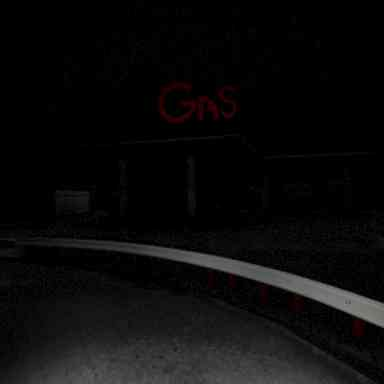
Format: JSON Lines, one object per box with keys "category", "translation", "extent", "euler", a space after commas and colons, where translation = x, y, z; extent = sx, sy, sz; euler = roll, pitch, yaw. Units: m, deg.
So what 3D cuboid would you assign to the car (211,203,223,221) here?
{"category": "car", "translation": [0.759, 1.674, 28.253], "extent": [3.633, 1.501, 1.845], "euler": [-1, -1, 18]}
